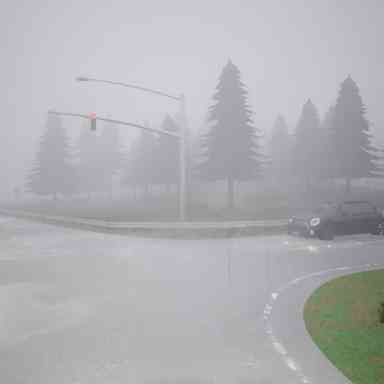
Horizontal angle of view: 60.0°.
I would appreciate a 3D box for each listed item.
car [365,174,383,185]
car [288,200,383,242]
[{"bbox_3d":[28.020,-2.127,51.214,2.150,2.045,5.566,0,5,25],"label":"car"},{"bbox_3d":[6.857,1.243,15.895,4.553,1.767,2.097,-2,1,-20],"label":"car"}]
